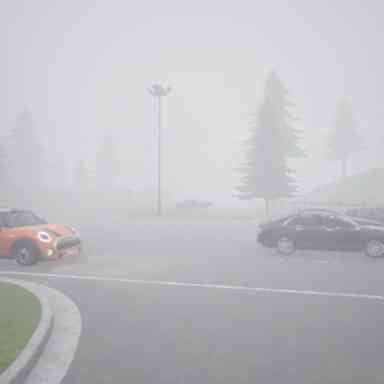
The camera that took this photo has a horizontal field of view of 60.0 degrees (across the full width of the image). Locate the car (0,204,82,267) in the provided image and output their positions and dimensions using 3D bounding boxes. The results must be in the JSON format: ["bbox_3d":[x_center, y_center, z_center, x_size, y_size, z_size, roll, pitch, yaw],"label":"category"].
[{"bbox_3d":[-6.065,1.351,11.194,4.553,1.767,2.097,0,0,13],"label":"car"}]

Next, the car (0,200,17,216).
[{"bbox_3d":[-19.967,1.550,31.741,5.357,1.411,2.033,0,0,-7],"label":"car"}]

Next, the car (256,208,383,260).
[{"bbox_3d":[4.827,1.496,12.178,4.892,1.490,1.837,-1,0,13],"label":"car"}]

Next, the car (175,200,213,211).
[{"bbox_3d":[0.327,1.580,41.239,4.718,1.301,1.895,0,0,-41],"label":"car"}]

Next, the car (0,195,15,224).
[{"bbox_3d":[-16.143,1.226,24.408,5.566,2.045,2.150,0,0,13],"label":"car"}]
